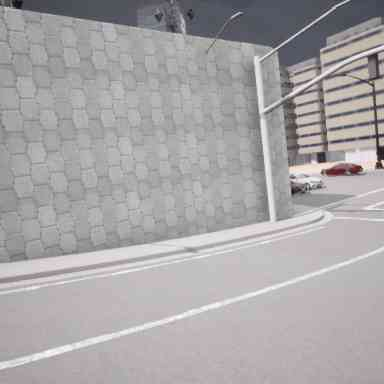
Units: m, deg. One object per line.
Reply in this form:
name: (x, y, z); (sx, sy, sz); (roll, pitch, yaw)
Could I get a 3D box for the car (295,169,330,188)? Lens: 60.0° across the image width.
car: (9.708, -0.971, 30.495); (1.812, 1.442, 4.674); (-10, 6, -35)

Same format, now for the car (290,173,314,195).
car: (7.355, -0.456, 27.854); (1.812, 1.442, 4.674); (-10, 6, -35)

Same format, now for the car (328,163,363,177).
car: (17.158, -2.553, 38.292); (1.812, 1.442, 4.674); (-10, 6, -35)
